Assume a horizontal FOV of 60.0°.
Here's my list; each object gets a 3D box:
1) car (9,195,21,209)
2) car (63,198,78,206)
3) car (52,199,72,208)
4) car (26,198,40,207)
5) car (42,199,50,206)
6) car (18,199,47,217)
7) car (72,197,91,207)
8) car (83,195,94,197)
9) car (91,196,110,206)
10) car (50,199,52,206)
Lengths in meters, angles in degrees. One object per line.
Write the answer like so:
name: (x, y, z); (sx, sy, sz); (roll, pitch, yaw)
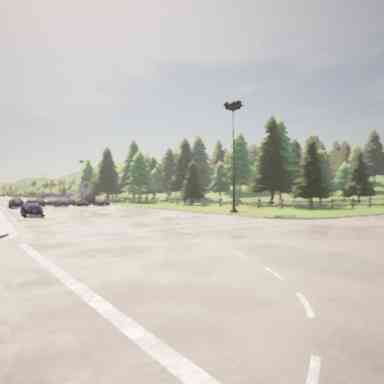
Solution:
car: (-29.583, 1.840, 56.092); (2.097, 1.767, 4.553); (0, 0, -31)
car: (-25.216, 2.049, 68.973); (1.994, 1.385, 4.181); (0, 0, -31)
car: (-23.009, 1.963, 58.756); (1.812, 1.442, 4.674); (0, 0, -31)
car: (-31.508, 2.065, 65.864); (2.128, 1.511, 4.902); (0, 0, -31)
car: (-26.610, 1.946, 57.941); (1.882, 1.535, 5.008); (0, 0, -31)
car: (-16.798, 1.817, 34.967); (1.812, 1.442, 4.674); (0, 0, -31)
car: (-20.599, 2.026, 61.527); (1.895, 1.301, 4.718); (0, 0, -31)
car: (-22.056, 1.697, 70.517); (2.150, 2.045, 5.566); (0, 0, -31)
car: (-16.914, 1.994, 62.213); (1.895, 1.301, 4.718); (0, 0, -31)
car: (-27.707, 2.105, 66.324); (1.895, 1.301, 4.718); (0, 0, -31)
